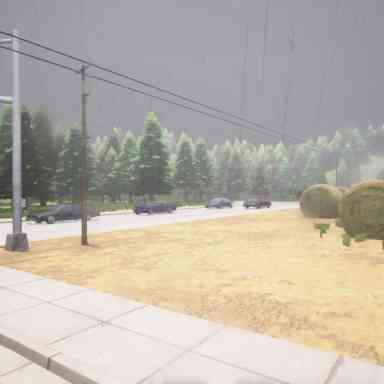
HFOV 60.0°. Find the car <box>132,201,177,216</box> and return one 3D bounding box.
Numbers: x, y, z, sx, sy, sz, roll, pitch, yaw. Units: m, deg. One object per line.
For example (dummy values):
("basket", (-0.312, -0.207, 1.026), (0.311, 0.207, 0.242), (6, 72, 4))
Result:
("car", (-3.638, 1.556, 32.931), (1.895, 1.301, 4.718), (0, 0, 37))

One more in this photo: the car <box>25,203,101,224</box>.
("car", (-9.513, 1.554, 25.021), (2.033, 1.411, 5.357), (0, 0, 37))

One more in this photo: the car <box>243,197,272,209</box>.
("car", (8.501, 1.413, 43.083), (2.033, 1.411, 5.357), (0, 0, 37))

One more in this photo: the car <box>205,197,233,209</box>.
("car", (3.504, 1.418, 42.519), (1.812, 1.442, 4.674), (0, 0, 37))
